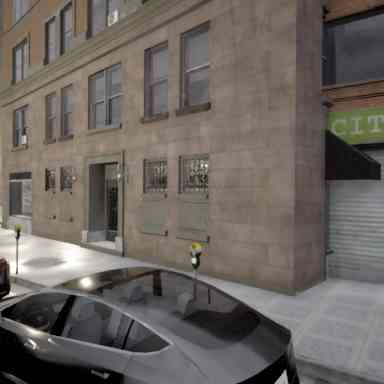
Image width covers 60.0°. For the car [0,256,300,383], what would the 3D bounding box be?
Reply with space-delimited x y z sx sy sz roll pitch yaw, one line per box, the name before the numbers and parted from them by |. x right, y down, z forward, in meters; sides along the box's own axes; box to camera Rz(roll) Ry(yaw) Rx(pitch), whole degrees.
car | -1.010 1.565 3.793 4.313 1.339 1.947 0 1 35
